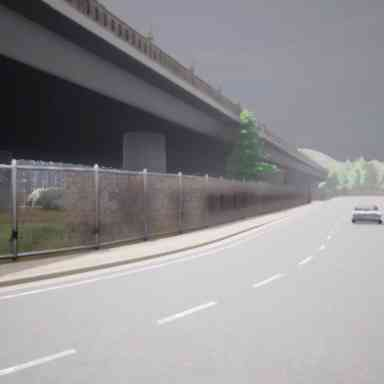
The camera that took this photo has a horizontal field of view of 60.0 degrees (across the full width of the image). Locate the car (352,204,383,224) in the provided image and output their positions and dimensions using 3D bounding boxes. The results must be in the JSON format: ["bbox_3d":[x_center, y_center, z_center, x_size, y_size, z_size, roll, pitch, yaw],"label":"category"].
[{"bbox_3d":[12.704,1.588,24.237,1.895,1.301,4.718,-1,0,27],"label":"car"}]
